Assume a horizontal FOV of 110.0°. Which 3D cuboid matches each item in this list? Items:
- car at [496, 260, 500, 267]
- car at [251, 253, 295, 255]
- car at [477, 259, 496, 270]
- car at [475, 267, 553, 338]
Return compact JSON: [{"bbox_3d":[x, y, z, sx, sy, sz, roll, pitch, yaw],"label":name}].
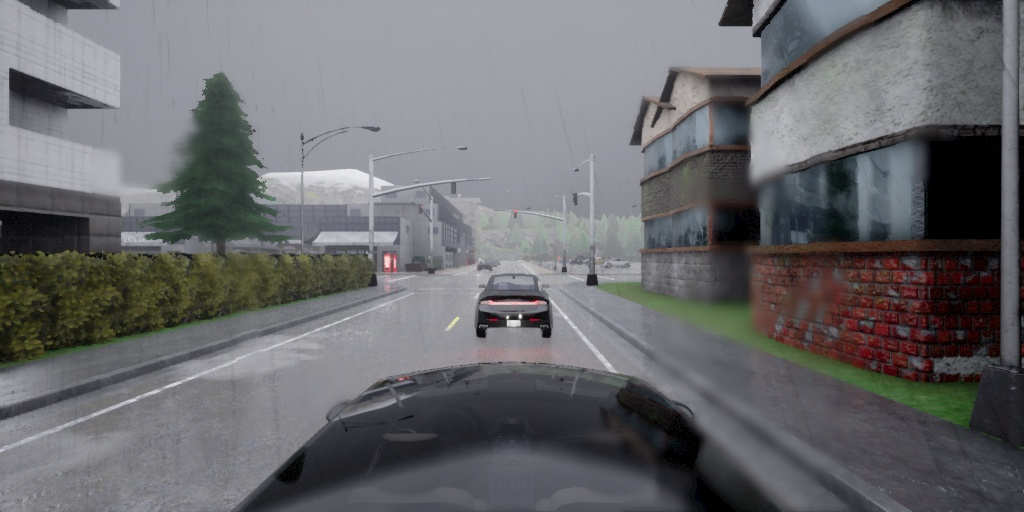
[{"bbox_3d":[-3.573,1.314,59.484,1.994,1.385,4.181,0,0,0],"label":"car"},{"bbox_3d":[-17.596,0.794,27.705,5.566,2.045,2.150,0,0,0],"label":"car"},{"bbox_3d":[-3.590,1.351,48.251,1.895,1.301,4.718,0,0,0],"label":"car"},{"bbox_3d":[0.056,1.242,10.165,2.128,1.511,4.902,0,0,0],"label":"car"}]
